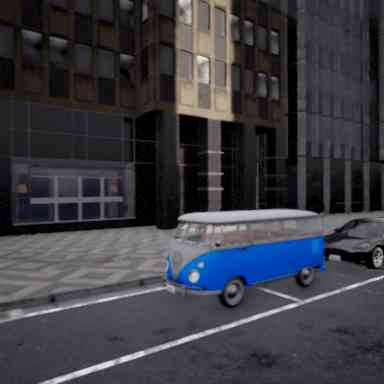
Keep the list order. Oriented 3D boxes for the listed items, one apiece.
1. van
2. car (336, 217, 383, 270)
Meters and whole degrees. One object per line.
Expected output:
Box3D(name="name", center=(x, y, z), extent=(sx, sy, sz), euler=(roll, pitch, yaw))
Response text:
Box3D(name="van", center=(1.307, 1.315, 7.584), extent=(3.998, 1.788, 1.690), euler=(0, 0, -35))
Box3D(name="car", center=(5.897, 1.513, 10.857), extent=(4.313, 1.339, 1.947), euler=(0, 0, -35))
